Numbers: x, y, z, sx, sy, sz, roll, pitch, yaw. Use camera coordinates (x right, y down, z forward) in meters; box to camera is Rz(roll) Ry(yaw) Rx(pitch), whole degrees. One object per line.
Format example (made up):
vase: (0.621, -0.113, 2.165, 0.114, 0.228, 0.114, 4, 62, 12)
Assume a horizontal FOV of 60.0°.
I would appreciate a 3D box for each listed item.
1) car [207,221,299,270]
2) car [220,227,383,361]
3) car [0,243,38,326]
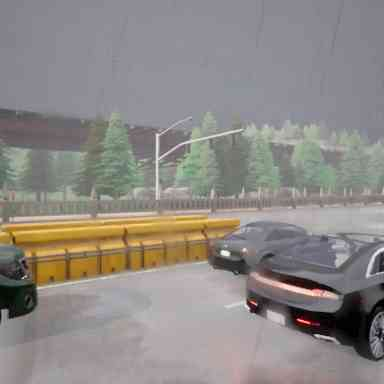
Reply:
car: (2.496, 1.563, 9.809, 4.181, 1.385, 1.994, 0, 0, -36)
car: (3.106, 1.491, 5.948, 4.902, 1.511, 2.128, 0, 0, -36)
car: (-5.130, 1.222, 4.393, 5.566, 2.045, 2.150, 0, 0, -35)
